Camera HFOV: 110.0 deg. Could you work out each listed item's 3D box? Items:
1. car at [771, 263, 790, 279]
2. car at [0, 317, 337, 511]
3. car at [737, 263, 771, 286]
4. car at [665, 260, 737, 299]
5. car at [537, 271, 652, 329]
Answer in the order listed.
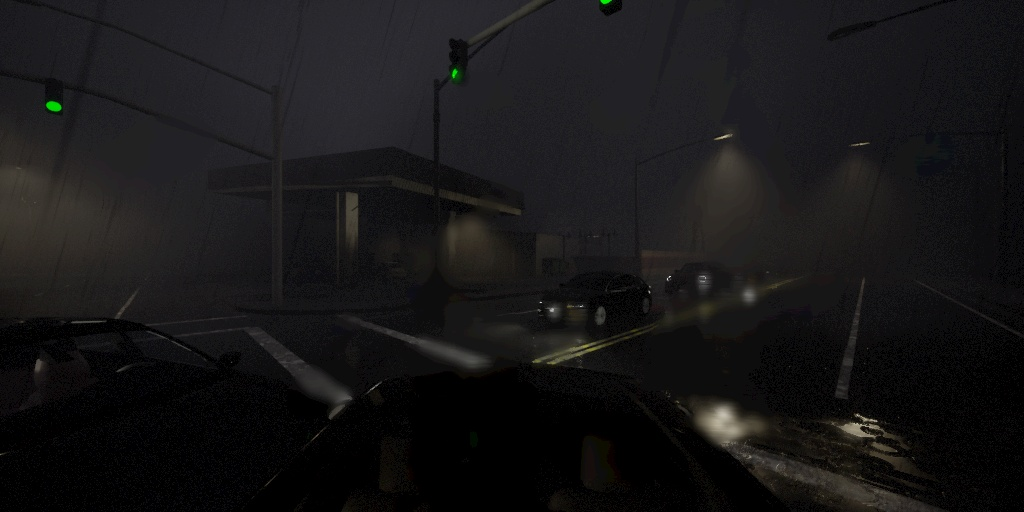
[{"bbox_3d":[23.622,1.314,32.427,4.181,1.385,1.994,0,0,-45],"label":"car"},{"bbox_3d":[-3.433,1.242,2.467,4.902,1.511,2.128,0,0,15],"label":"car"},{"bbox_3d":[16.523,1.314,25.339,1.994,1.385,4.181,0,0,44],"label":"car"},{"bbox_3d":[9.630,1.102,18.395,2.097,1.767,4.553,0,0,45],"label":"car"},{"bbox_3d":[2.825,1.255,11.516,1.837,1.490,4.892,0,0,44],"label":"car"}]
